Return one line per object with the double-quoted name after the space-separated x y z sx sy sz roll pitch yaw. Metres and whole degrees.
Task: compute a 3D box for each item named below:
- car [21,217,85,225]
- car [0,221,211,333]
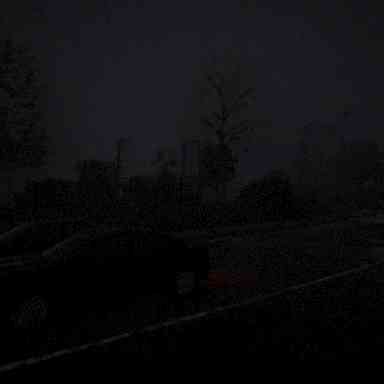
-4.268 1.518 9.631 5.008 1.535 1.882 0 0 -37 "car"
-1.875 1.505 7.046 5.008 1.535 1.882 0 0 -37 "car"
